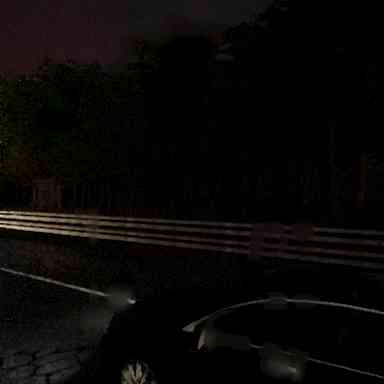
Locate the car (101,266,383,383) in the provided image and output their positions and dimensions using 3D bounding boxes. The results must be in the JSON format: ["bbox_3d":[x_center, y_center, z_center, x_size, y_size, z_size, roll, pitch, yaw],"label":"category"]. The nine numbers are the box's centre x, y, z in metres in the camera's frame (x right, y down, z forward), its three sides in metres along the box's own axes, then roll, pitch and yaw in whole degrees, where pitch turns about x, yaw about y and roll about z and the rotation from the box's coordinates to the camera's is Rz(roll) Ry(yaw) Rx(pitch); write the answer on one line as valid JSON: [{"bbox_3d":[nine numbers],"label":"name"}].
[{"bbox_3d":[1.203,1.509,3.118,4.892,1.490,1.837,0,0,35],"label":"car"}]
